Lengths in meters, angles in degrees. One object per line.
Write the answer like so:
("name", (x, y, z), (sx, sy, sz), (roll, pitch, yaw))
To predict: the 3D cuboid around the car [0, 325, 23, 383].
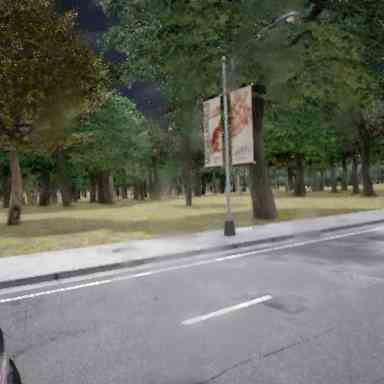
("car", (-3.381, 1.555, 1.288), (4.902, 1.511, 2.128), (-2, 1, -35))
